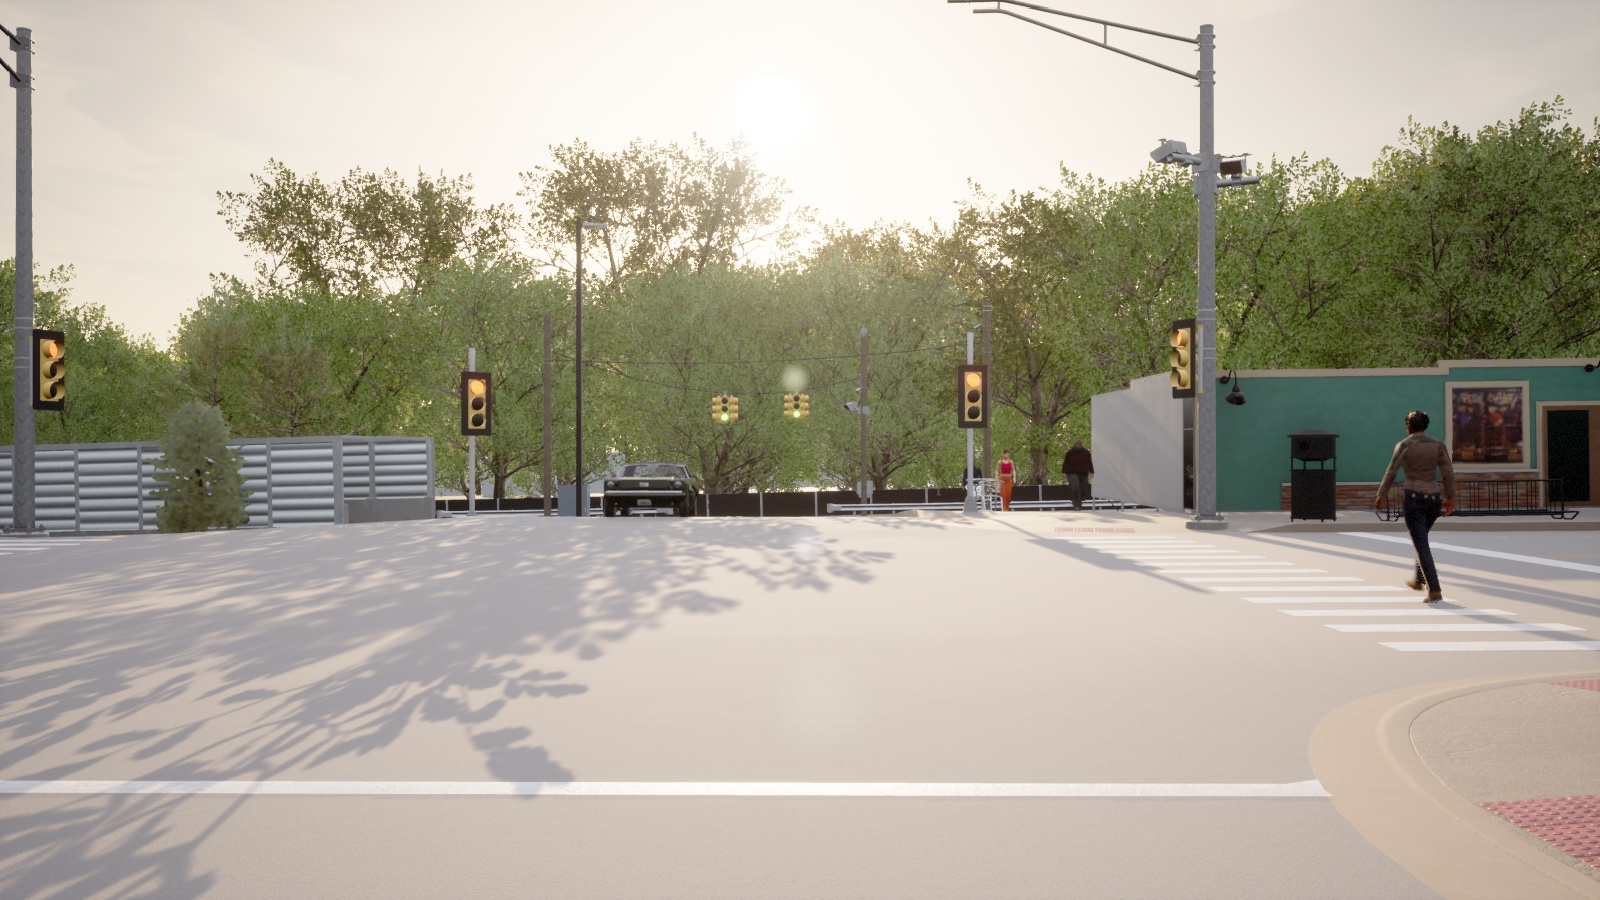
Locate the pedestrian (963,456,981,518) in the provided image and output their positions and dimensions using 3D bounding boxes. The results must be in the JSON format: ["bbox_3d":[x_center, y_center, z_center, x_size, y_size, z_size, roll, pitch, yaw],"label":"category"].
[{"bbox_3d":[5.146,1.089,37.615,0.402,1.842,0.726,0,0,-3],"label":"pedestrian"}]

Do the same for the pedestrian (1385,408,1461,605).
[{"bbox_3d":[5.911,0.521,11.946,0.328,1.805,0.869,0,0,3],"label":"pedestrian"}]

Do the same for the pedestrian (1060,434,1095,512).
[{"bbox_3d":[6.619,0.542,29.933,0.634,1.844,0.899,0,0,0],"label":"pedestrian"}]

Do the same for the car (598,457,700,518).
[{"bbox_3d":[-3.393,0.910,29.029,1.895,1.301,4.718,0,-3,-1],"label":"car"}]

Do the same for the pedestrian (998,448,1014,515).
[{"bbox_3d":[5.679,0.865,34.671,0.345,1.836,0.594,0,0,1],"label":"pedestrian"}]
